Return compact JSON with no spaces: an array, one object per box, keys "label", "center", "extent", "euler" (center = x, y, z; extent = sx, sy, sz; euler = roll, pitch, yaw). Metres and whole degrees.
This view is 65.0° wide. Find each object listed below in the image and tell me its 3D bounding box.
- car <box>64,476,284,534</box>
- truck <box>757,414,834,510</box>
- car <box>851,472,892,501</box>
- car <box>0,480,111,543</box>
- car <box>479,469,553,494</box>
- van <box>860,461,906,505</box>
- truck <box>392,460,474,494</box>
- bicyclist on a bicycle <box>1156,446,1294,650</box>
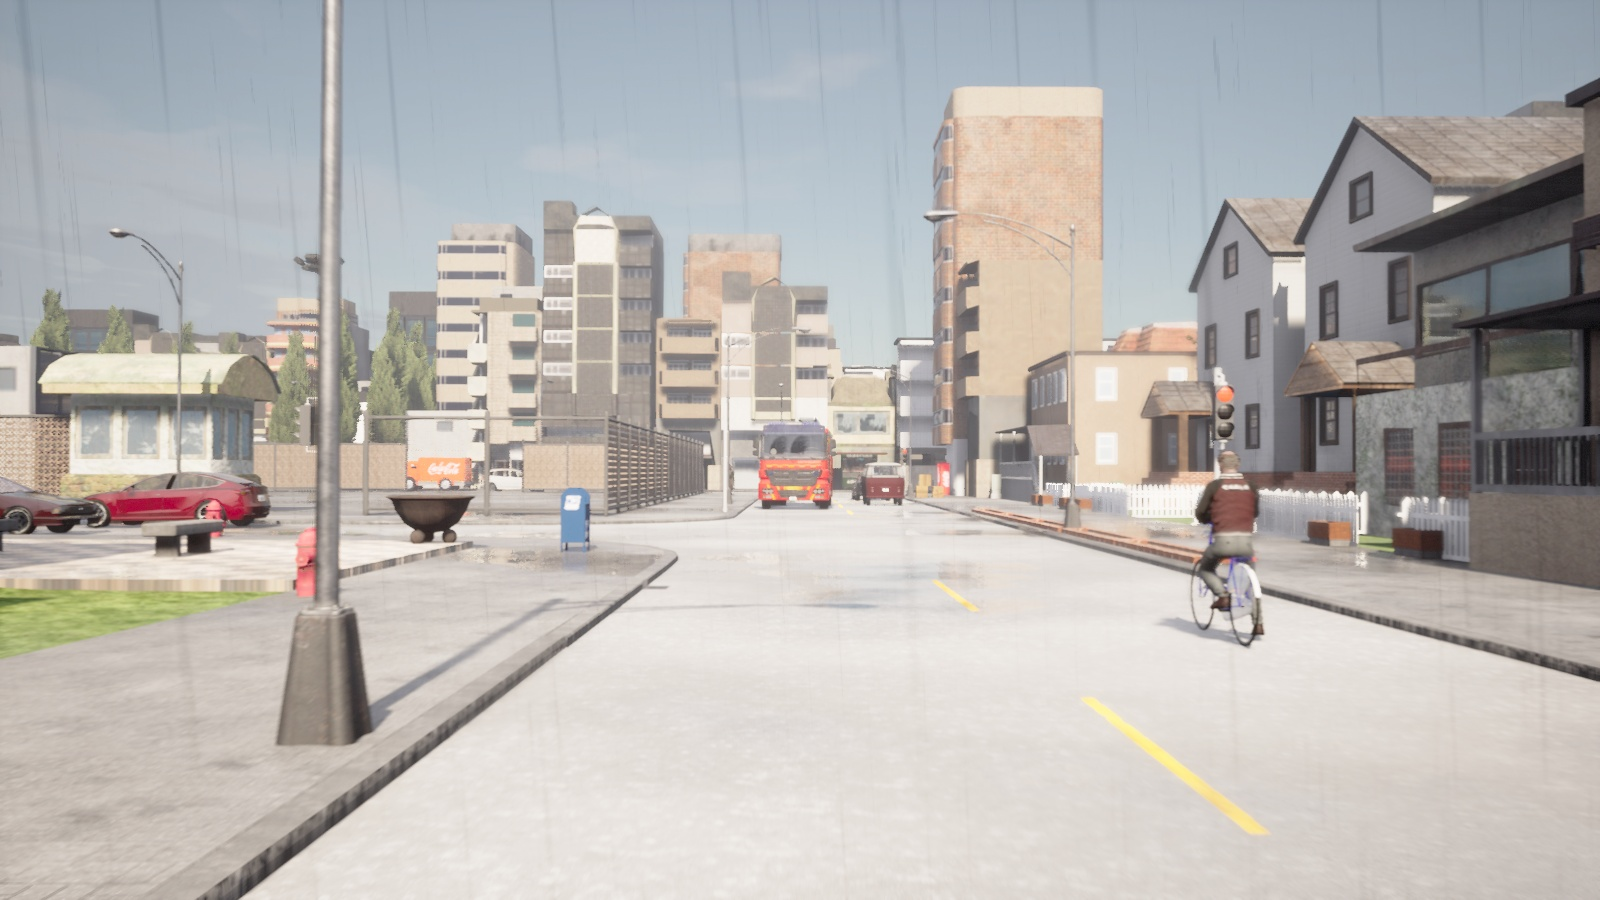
[{"label":"car","center":[-16.617,1.442,33.520],"extent":[4.792,1.488,2.163],"euler":[0,-1,1]},{"label":"truck","center":[-0.075,0.561,54.430],"extent":[2.891,3.827,8.468],"euler":[0,-1,3]},{"label":"car","center":[3.839,1.942,67.975],"extent":[1.837,1.490,4.892],"euler":[0,-1,-1]},{"label":"car","center":[-19.458,1.434,29.541],"extent":[5.357,1.411,2.033],"euler":[0,-1,-1]},{"label":"car","center":[-19.684,2.196,87.112],"extent":[4.611,1.667,2.242],"euler":[0,-1,0]},{"label":"van","center":[3.849,1.537,58.829],"extent":[1.775,1.987,4.442],"euler":[0,-1,-1]},{"label":"truck","center":[-26.568,1.959,91.094],"extent":[5.204,2.467,2.627],"euler":[0,-1,0]},{"label":"bicyclist on a bicycle","center":[3.980,0.869,11.918],"extent":[0.659,1.776,1.843],"euler":[0,-1,-1]}]
